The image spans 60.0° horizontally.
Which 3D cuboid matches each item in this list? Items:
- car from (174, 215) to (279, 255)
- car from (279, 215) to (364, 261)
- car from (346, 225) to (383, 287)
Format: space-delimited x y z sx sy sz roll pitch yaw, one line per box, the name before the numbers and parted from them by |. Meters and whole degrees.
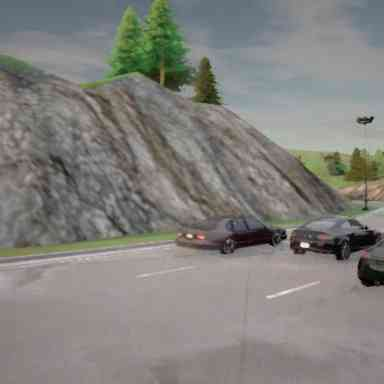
car | 1.807 1.674 13.919 5.357 1.411 2.033 0 -1 -41
car | 5.522 1.614 12.648 4.674 1.442 1.812 0 -1 -41
car | 5.972 1.609 8.452 4.181 1.385 1.994 0 -1 -40
